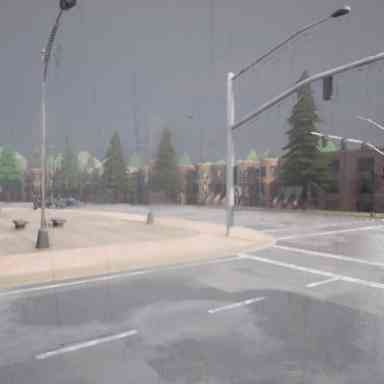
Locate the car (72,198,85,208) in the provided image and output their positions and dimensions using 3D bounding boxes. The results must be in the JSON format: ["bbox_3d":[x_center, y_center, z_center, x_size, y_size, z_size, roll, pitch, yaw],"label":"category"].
[{"bbox_3d":[-17.827,1.567,48.726,4.674,1.442,1.812,0,0,23],"label":"car"}]

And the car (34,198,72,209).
[{"bbox_3d":[-19.373,1.538,45.597,4.892,1.490,1.837,0,0,23],"label":"car"}]
